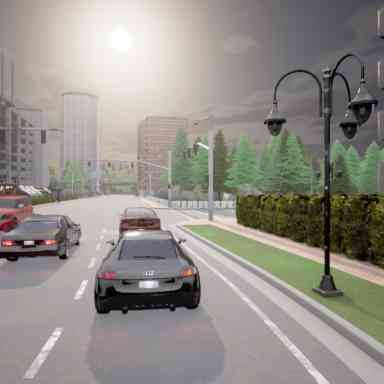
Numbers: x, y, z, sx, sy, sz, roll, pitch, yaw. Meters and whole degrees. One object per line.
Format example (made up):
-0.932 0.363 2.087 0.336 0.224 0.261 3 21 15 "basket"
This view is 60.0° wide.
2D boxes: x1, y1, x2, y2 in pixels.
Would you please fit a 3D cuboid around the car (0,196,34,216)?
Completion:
-10.205 1.226 18.003 2.150 2.045 5.566 0 0 -12 "car"

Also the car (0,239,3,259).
-3.876 1.492 2.757 2.128 1.511 4.902 0 0 -5 "car"

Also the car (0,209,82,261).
-5.317 1.547 12.289 2.033 1.411 5.357 0 0 -11 "car"

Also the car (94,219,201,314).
-1.042 1.564 7.725 1.994 1.385 4.181 0 0 -9 "car"

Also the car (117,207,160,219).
-2.659 1.478 16.563 1.882 1.535 5.008 0 0 -12 "car"
